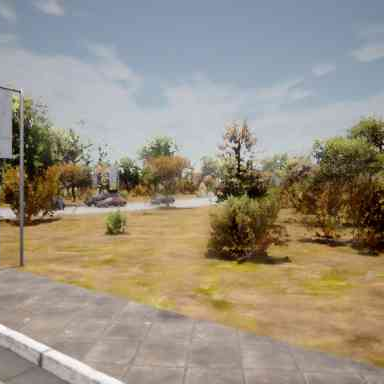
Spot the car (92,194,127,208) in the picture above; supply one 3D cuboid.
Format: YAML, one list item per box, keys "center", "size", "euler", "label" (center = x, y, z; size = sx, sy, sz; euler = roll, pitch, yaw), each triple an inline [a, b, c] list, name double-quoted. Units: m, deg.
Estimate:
- center: [-11.451, 1.466, 47.708]
  size: [1.812, 1.442, 4.674]
  euler: [0, 0, 38]
  label: "car"

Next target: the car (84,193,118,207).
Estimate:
- center: [-13.579, 1.152, 50.657]
  size: [2.150, 2.045, 5.566]
  euler: [0, 1, 39]
  label: "car"

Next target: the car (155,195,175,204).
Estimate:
- center: [-4.933, 1.302, 55.817]
  size: [2.128, 1.511, 4.902]
  euler: [0, 1, 39]
  label: "car"

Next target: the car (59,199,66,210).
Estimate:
- center: [-17.695, 1.347, 39.941]
  size: [2.097, 1.767, 4.553]
  euler: [0, 0, 39]
  label: "car"
